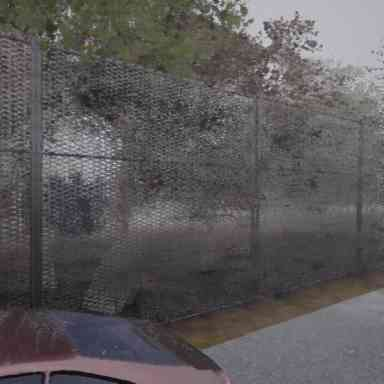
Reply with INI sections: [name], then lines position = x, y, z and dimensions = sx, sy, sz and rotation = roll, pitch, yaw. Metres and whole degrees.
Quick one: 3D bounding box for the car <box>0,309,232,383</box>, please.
[car]
position = -1.660, 1.564, 1.885
dimensions = 4.181, 1.385, 1.994
rotation = 0, 0, -35
